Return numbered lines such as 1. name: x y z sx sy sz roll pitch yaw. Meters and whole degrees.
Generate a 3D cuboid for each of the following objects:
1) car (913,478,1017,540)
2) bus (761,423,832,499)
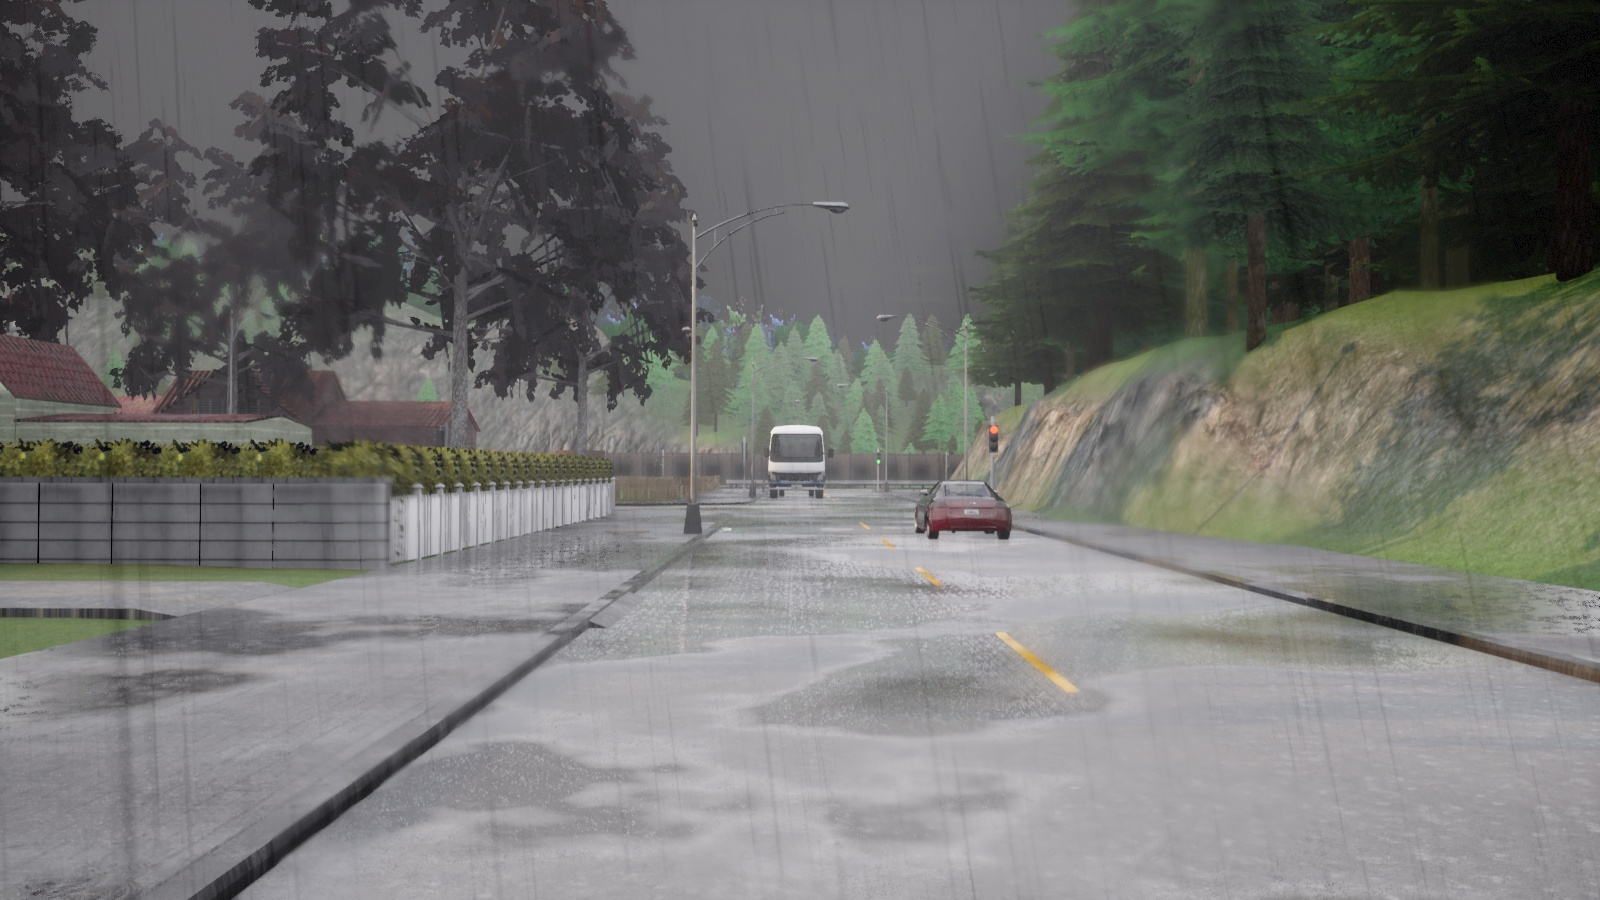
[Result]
1. car: 3.919 1.377 30.520 1.994 1.385 4.181 0 -1 0
2. bus: -0.192 0.704 75.175 3.944 4.253 10.273 0 -1 0
